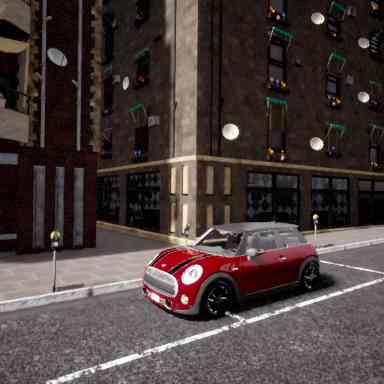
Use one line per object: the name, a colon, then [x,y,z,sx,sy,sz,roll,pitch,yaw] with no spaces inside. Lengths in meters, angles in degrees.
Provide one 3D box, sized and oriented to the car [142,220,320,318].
car: [0.944,1.442,7.358,4.097,1.590,1.967,0,1,-35]
